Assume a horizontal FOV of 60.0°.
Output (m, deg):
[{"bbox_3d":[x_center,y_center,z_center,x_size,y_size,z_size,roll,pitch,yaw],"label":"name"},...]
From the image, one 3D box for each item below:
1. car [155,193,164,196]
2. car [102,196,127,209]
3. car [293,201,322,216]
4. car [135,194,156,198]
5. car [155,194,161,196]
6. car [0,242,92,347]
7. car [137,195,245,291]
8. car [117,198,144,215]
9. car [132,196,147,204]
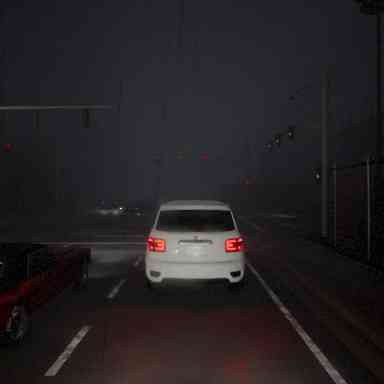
[{"bbox_3d":[-6.916,1.221,69.028,2.150,2.045,5.566,0,0,0],"label":"car"},{"bbox_3d":[-10.540,1.352,44.665,2.097,1.767,4.553,0,0,0],"label":"car"},{"bbox_3d":[12.406,1.581,32.742,4.674,1.442,1.812,0,0,-2],"label":"car"},{"bbox_3d":[-7.027,1.491,49.056,2.128,1.511,4.902,0,0,0],"label":"car"},{"bbox_3d":[-7.005,1.525,58.315,1.812,1.442,4.674,0,0,0],"label":"car"},{"bbox_3d":[-3.435,1.601,6.249,1.895,1.301,4.718,0,0,1],"label":"car"},{"bbox_3d":[0.083,1.221,9.175,2.150,2.045,5.566,0,0,0],"label":"car"},{"bbox_3d":[-4.781,1.578,33.327,2.033,1.411,5.357,0,0,24],"label":"car"},{"bbox_3d":[-10.442,1.492,66.283,2.128,1.511,4.902,0,0,1],"label":"car"}]
